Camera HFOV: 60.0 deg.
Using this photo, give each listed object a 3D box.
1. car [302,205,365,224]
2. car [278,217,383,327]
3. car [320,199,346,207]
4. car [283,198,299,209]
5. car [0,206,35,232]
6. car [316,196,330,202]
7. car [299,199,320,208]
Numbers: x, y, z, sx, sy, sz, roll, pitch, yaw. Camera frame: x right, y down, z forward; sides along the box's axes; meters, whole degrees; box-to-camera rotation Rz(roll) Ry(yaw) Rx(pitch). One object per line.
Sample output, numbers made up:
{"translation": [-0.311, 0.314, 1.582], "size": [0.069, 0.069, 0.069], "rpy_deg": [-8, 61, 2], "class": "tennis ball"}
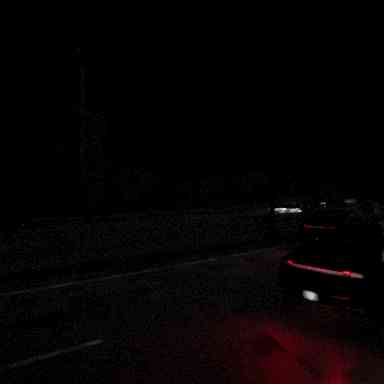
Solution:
{"translation": [6.353, 1.536, 14.033], "size": [4.902, 1.511, 2.128], "rpy_deg": [0, 0, -44], "class": "car"}
{"translation": [3.841, 1.515, 7.089], "size": [4.902, 1.511, 2.128], "rpy_deg": [0, 0, -40], "class": "car"}
{"translation": [16.385, 1.611, 37.751], "size": [2.128, 1.511, 4.902], "rpy_deg": [0, 0, 32], "class": "car"}
{"translation": [14.673, 1.679, 49.061], "size": [1.812, 1.442, 4.674], "rpy_deg": [0, 0, 26], "class": "car"}
{"translation": [-11.141, 1.528, 17.695], "size": [5.008, 1.535, 1.882], "rpy_deg": [0, 0, -38], "class": "car"}
{"translation": [29.976, 1.552, 76.342], "size": [1.994, 1.385, 4.181], "rpy_deg": [0, 0, 7], "class": "car"}
{"translation": [15.669, 1.643, 43.456], "size": [1.837, 1.490, 4.892], "rpy_deg": [0, -1, 29], "class": "car"}
